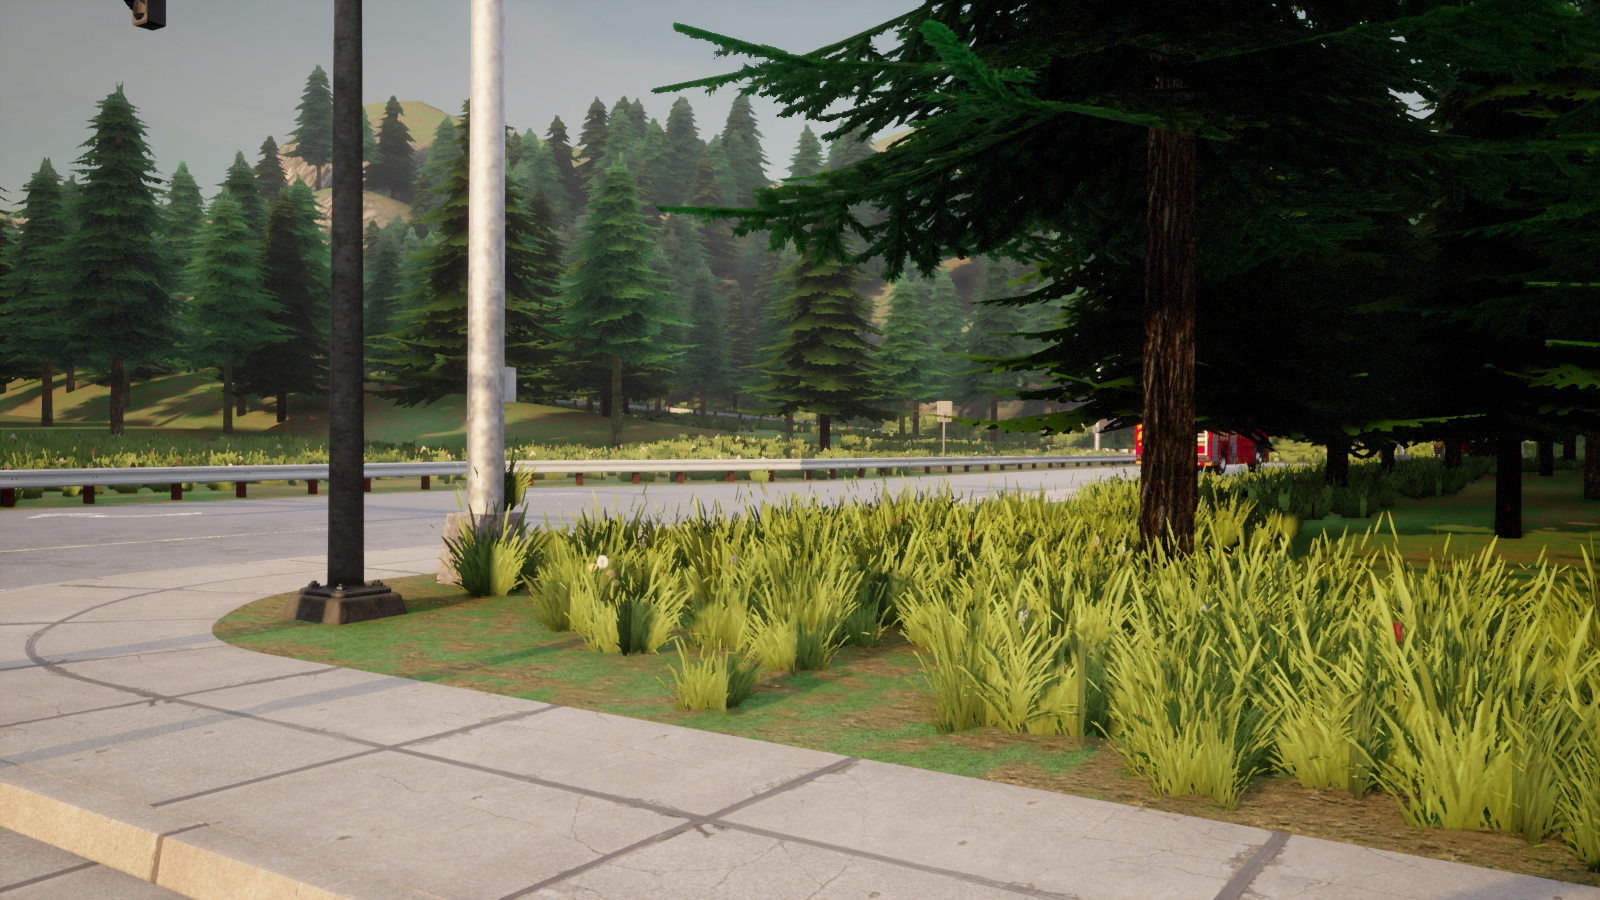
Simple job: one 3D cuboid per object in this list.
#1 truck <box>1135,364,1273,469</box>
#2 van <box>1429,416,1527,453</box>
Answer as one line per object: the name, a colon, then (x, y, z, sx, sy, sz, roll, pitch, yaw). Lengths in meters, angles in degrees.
truck: (16.175, -1.287, 49.850, 2.891, 3.827, 8.468, 0, 1, 35)
van: (38.487, -0.894, 71.348, 4.480, 2.038, 2.069, -1, 1, -5)
